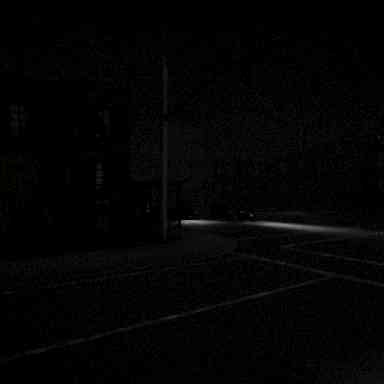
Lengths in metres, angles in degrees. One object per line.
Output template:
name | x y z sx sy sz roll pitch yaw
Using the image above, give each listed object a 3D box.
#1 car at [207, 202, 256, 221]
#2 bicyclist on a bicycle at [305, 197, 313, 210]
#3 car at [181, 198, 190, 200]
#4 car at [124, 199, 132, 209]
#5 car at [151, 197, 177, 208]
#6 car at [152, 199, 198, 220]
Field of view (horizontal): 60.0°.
car | 3.280 1.577 28.120 2.128 1.511 4.902 0 0 -35
bicyclist on a bicycle | 14.428 1.461 40.897 1.656 1.620 0.582 0 0 -35
car | -1.473 1.660 53.161 1.812 1.442 4.674 0 0 -35
car | -9.702 1.651 46.522 1.994 1.385 4.181 0 0 -35
car | -4.360 1.624 51.181 1.837 1.490 4.892 0 0 -35
car | -1.657 1.618 29.040 2.033 1.411 5.357 0 0 -35
